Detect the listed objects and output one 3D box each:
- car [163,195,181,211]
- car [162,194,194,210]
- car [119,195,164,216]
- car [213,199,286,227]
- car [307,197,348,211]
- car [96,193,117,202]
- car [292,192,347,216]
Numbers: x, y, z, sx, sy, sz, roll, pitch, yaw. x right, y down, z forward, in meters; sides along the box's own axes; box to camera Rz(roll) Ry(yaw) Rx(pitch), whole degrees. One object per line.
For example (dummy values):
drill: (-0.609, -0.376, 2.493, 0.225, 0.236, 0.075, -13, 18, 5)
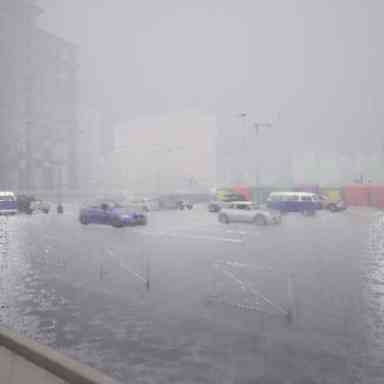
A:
car: (-3.575, 1.334, 37.033, 3.905, 1.438, 1.784, 0, 0, 36)
car: (-2.050, 1.124, 39.241, 4.605, 1.855, 1.932, 0, 0, 36)
car: (-5.265, 1.366, 34.682, 3.806, 1.475, 1.970, 0, 0, 36)
car: (3.635, 1.385, 21.186, 3.806, 1.475, 1.970, 0, 0, 36)
car: (15.163, 1.355, 37.277, 3.905, 1.438, 1.784, 0, 0, 36)
car: (-23.520, 1.196, 91.060, 1.851, 1.617, 3.988, 0, 0, 36)
car: (13.421, 1.144, 34.962, 4.605, 1.855, 1.932, 0, 0, 36)
